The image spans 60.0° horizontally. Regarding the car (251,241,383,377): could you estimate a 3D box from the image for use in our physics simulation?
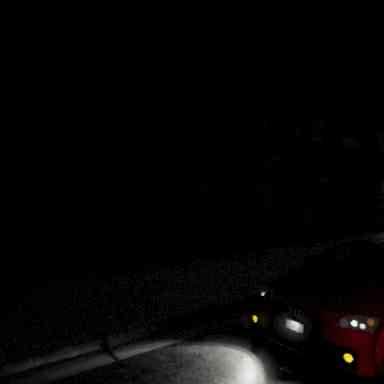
[{"bbox_3d":[2.956,1.555,5.486,4.181,1.385,1.994,0,0,-36],"label":"car"}]
